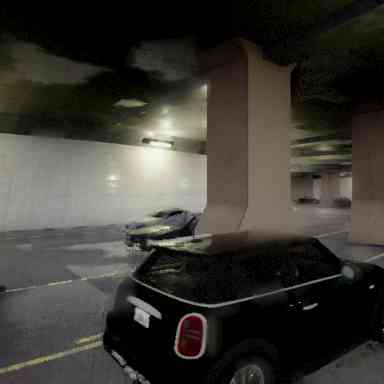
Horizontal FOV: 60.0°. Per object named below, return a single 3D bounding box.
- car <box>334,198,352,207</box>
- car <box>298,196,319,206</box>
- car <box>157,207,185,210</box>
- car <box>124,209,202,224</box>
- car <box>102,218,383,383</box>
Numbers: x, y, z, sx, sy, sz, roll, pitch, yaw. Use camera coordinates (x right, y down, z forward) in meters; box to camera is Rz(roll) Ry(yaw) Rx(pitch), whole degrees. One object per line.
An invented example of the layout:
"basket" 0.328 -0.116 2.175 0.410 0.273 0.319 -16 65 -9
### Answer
"car" 23.328 1.547 50.735 2.033 1.411 5.357 0 0 5
"car" 19.787 1.492 56.482 2.128 1.511 4.902 0 0 -7
"car" -1.243 1.526 16.818 4.674 1.442 1.812 0 0 -43
"car" 0.068 1.547 13.237 5.357 1.411 2.033 0 0 -41
"car" 1.144 1.353 4.853 4.553 1.767 2.097 0 0 -38
